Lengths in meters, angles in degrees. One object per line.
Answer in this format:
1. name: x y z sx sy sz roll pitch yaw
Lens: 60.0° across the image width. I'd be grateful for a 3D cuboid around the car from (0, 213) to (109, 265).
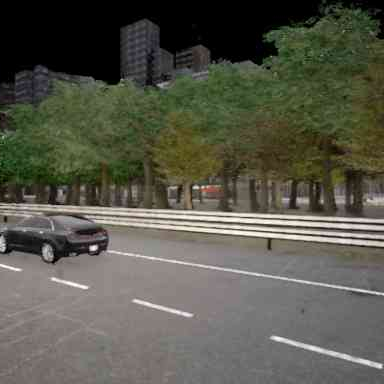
1. car: -5.034 1.502 11.764 4.892 1.490 1.837 0 0 36
